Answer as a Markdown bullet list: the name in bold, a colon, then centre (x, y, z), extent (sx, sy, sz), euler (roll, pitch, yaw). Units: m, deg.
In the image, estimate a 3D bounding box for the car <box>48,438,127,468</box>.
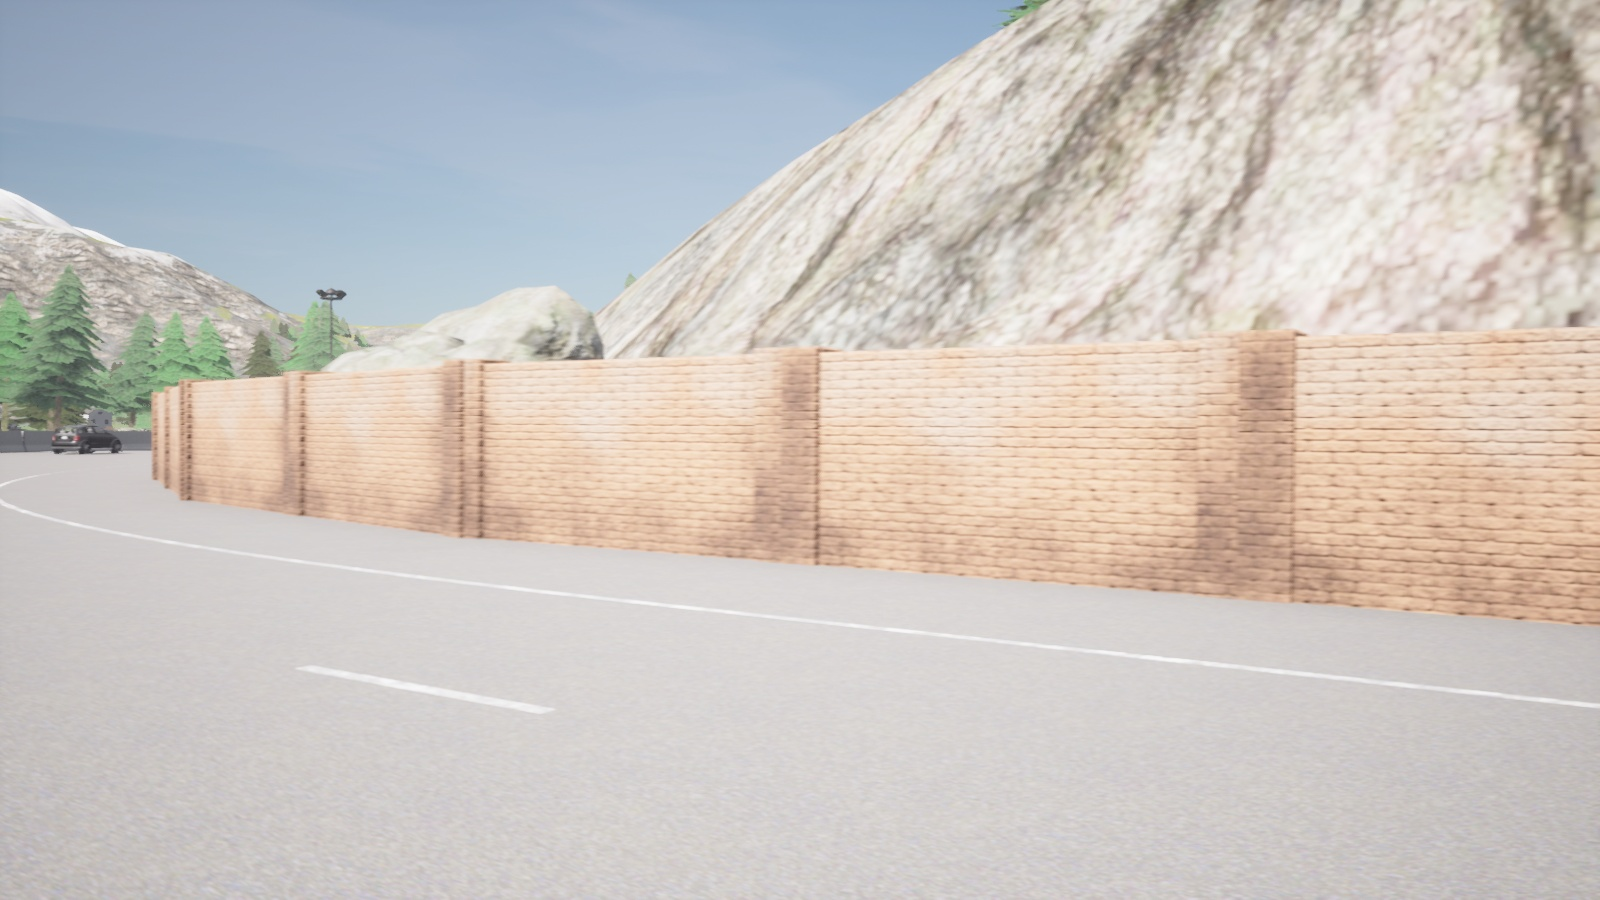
- **car**: centre (-38.026, 0.135, 67.142), extent (1.789, 1.549, 3.705), euler (0, 1, 7)
